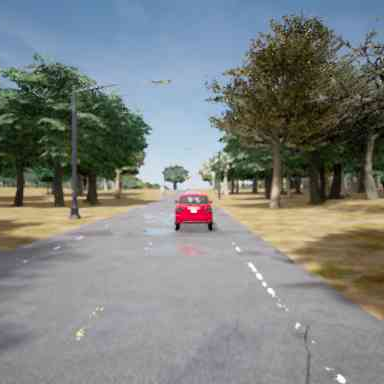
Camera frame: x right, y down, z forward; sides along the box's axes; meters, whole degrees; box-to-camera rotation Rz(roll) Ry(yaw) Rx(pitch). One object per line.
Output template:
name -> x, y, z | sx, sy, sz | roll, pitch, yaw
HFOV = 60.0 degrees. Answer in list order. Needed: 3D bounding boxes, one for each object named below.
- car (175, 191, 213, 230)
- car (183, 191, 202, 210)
car -> 0.105, 1.090, 20.372 | 2.150, 2.045, 5.566 | 0, 0, 0
car -> 0.110, 0.935, 40.365 | 2.150, 2.045, 5.566 | 0, 0, 0
